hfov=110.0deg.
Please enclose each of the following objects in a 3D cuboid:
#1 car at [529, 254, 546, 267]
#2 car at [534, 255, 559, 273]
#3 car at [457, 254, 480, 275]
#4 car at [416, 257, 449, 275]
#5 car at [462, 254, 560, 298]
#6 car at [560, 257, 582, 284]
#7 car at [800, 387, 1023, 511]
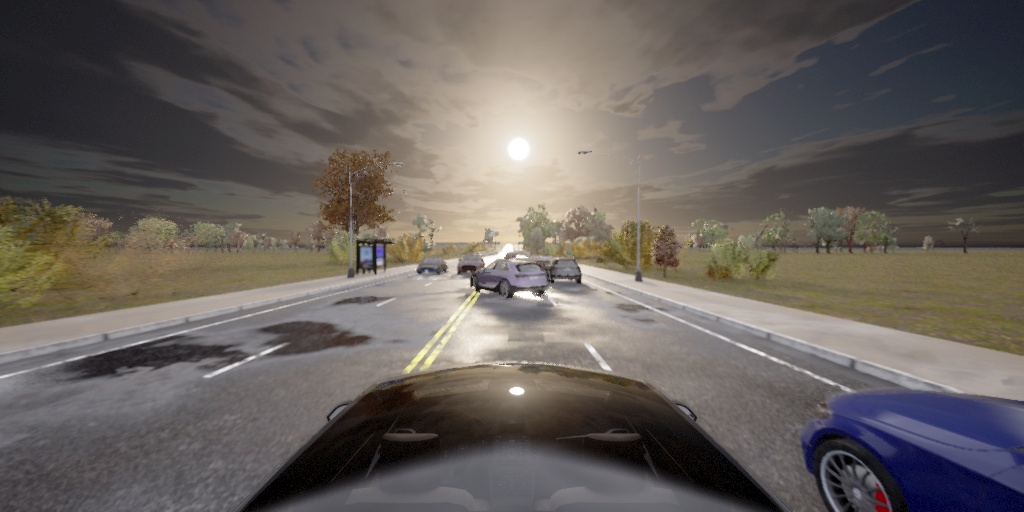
[{"bbox_3d":[3.107,0.547,44.938,1.812,1.442,4.674,0,1,0],"label":"car"},{"bbox_3d":[3.148,0.689,33.939,1.882,1.535,5.008,0,1,0],"label":"car"},{"bbox_3d":[-3.427,0.619,30.729,2.097,1.767,4.553,0,1,0],"label":"car"},{"bbox_3d":[-6.679,0.817,30.671,2.033,1.411,5.357,0,1,0],"label":"car"},{"bbox_3d":[-0.241,0.934,16.686,2.033,1.649,4.856,-2,2,-32],"label":"car"},{"bbox_3d":[3.190,0.829,22.939,2.033,1.649,4.856,0,1,0],"label":"car"},{"bbox_3d":[3.251,1.288,0.928,1.812,1.442,4.674,0,1,0],"label":"car"}]
